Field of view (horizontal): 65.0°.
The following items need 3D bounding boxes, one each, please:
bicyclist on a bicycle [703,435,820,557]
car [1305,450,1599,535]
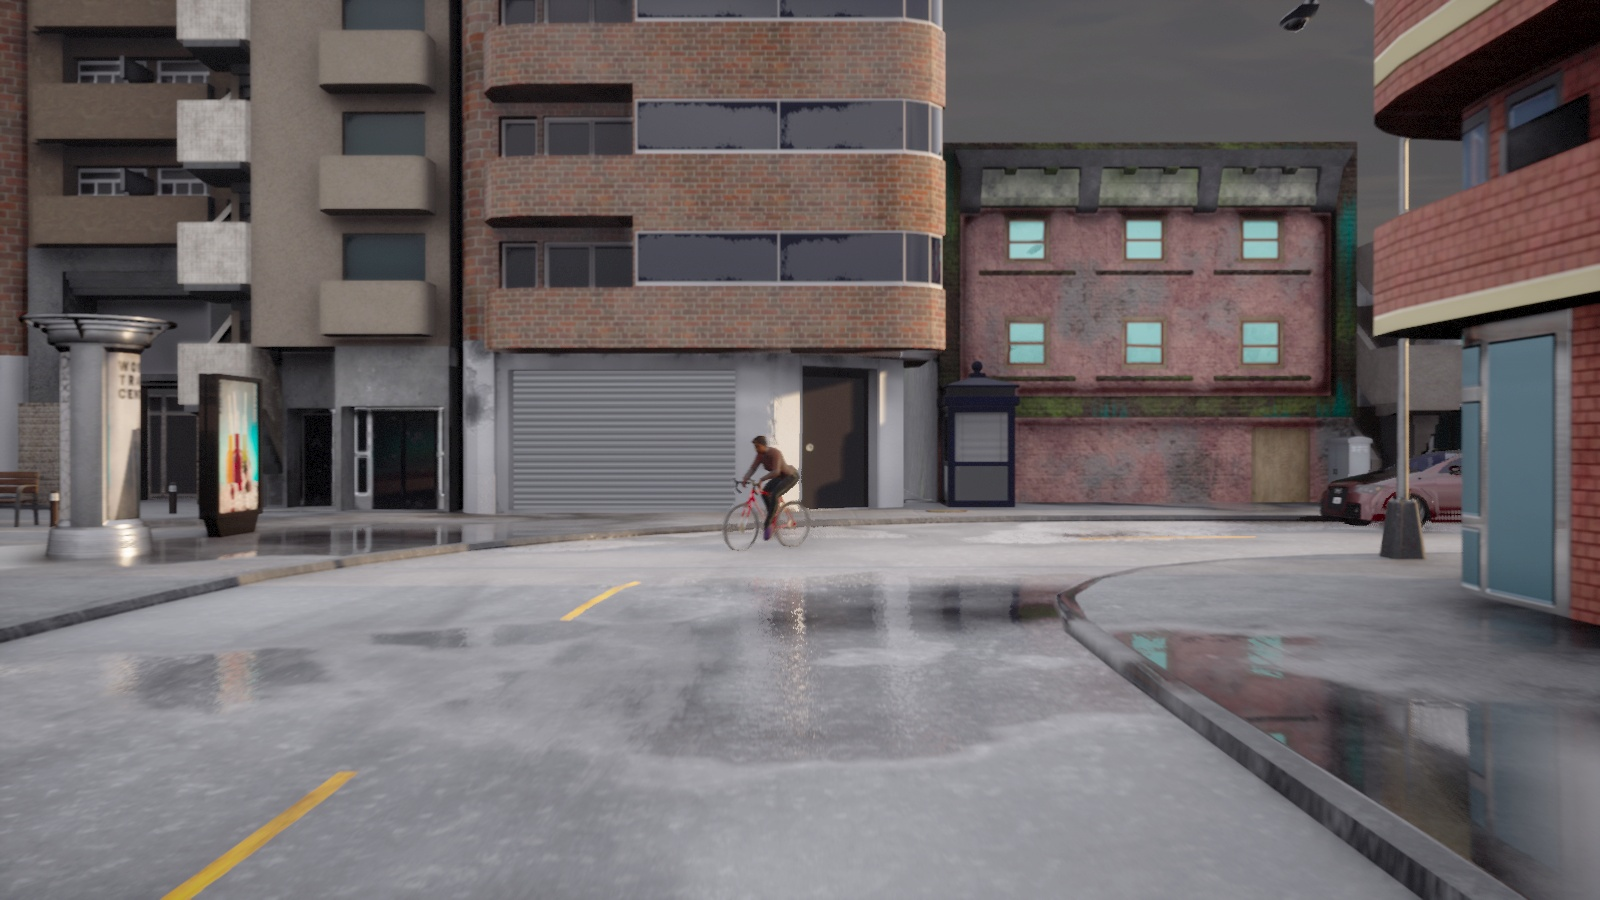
[{"bbox_3d":[-0.521,0.611,17.585,1.656,1.620,0.582,-1,2,-44],"label":"bicyclist on a bicycle"},{"bbox_3d":[11.231,0.708,21.728,4.181,1.385,1.994,0,0,0],"label":"car"}]
